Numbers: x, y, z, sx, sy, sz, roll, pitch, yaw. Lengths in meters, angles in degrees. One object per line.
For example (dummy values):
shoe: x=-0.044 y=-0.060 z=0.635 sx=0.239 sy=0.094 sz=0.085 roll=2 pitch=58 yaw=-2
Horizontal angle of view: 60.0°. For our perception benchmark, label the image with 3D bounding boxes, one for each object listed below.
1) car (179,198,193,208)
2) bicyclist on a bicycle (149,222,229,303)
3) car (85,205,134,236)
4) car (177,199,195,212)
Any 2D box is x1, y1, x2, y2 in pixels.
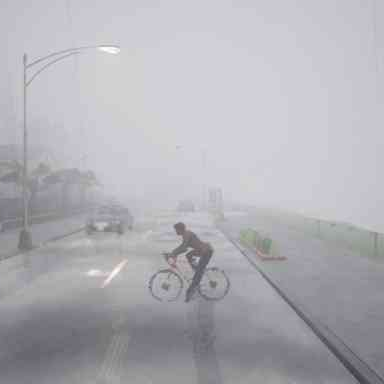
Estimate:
car: x=-0.867 y=1.596 z=48.035 sx=1.895 sy=1.301 sz=4.718 roll=0 pitch=0 yaw=-1
bicyclist on a bicycle: x=-0.068 y=1.440 z=6.785 sx=1.656 sy=1.620 sz=0.582 roll=-2 pitch=0 yaw=-1
car: x=-4.418 y=1.491 z=18.445 sx=2.128 sy=1.511 sz=4.902 roll=0 pitch=0 yaw=-1
car: x=-0.669 y=1.560 z=38.092 sx=1.994 sy=1.385 sz=4.181 roll=0 pitch=0 yaw=-1
